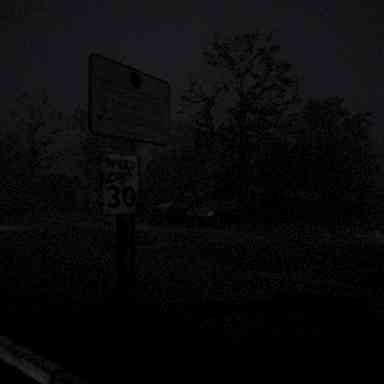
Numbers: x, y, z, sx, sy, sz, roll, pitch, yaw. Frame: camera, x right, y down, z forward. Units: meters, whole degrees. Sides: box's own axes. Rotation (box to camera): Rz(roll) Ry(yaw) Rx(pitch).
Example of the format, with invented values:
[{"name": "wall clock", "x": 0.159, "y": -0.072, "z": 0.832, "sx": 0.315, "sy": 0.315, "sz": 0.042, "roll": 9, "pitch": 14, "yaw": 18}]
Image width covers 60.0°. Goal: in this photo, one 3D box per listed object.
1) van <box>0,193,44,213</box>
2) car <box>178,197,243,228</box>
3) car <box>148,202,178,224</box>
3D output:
[{"name": "van", "x": -18.171, "y": 1.137, "z": 35.189, "sx": 1.878, "sy": 1.987, "sz": 4.442, "roll": -1, "pitch": 0, "yaw": 35}, {"name": "car", "x": 1.523, "y": 1.248, "z": 21.527, "sx": 2.185, "sy": 1.767, "sz": 4.553, "roll": 0, "pitch": 0, "yaw": 35}, {"name": "car", "x": -1.098, "y": 1.395, "z": 23.312, "sx": 2.002, "sy": 1.452, "sz": 4.674, "roll": 0, "pitch": 0, "yaw": 35}]
